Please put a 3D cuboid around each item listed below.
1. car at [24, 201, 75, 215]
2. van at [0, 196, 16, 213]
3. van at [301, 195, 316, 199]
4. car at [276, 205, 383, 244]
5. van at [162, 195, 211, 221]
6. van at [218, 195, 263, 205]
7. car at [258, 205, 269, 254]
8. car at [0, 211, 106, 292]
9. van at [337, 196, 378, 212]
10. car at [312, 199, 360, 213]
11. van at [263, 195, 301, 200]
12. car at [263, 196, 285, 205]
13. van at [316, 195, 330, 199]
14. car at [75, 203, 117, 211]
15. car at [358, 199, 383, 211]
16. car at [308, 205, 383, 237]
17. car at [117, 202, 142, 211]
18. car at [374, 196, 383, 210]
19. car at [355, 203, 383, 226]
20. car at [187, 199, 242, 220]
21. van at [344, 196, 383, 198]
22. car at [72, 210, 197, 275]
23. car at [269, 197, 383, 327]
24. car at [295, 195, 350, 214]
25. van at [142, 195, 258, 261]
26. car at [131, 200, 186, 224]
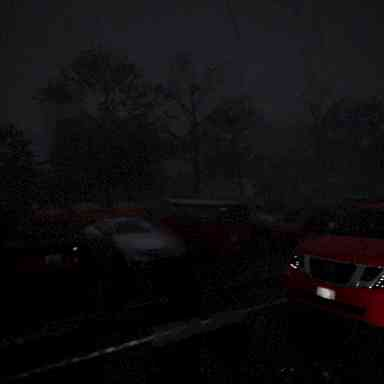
[{"bbox_3d":[-9.503,1.357,21.503,2.185,1.767,4.553,0,0,-35],"label":"car"},{"bbox_3d":[-11.845,1.256,20.017,1.878,1.987,4.442,0,0,-35],"label":"van"},{"bbox_3d":[10.704,1.330,36.080,1.878,1.987,4.442,1,-1,-35],"label":"van"},{"bbox_3d":[6.968,1.518,17.179,2.163,1.488,4.792,0,0,-35],"label":"car"},{"bbox_3d":[-0.563,1.262,28.054,1.878,1.987,4.442,0,0,-35],"label":"van"},{"bbox_3d":[4.084,1.265,31.077,1.878,1.987,4.442,0,0,-35],"label":"van"},{"bbox_3d":[2.426,1.486,13.987,2.097,1.535,5.008,0,0,-35],"label":"car"},{"bbox_3d":[-4.371,1.512,9.174,2.163,1.488,4.792,0,0,-35],"label":"car"},{"bbox_3d":[21.881,1.557,44.043,1.878,1.987,4.442,1,-1,-35],"label":"van"},{"bbox_3d":[17.539,1.693,40.800,2.097,1.535,5.008,1,-1,-35],"label":"car"},{"bbox_3d":[8.475,1.282,34.206,1.878,1.987,4.442,1,0,-35],"label":"van"},{"bbox_3d":[6.269,1.491,32.784,2.097,1.535,5.008,0,0,-35],"label":"car"},{"bbox_3d":[12.858,1.374,37.615,1.878,1.987,4.442,1,-1,-35],"label":"van"},{"bbox_3d":[-7.363,1.484,23.059,2.097,1.535,5.008,0,0,-35],"label":"car"},{"bbox_3d":[26.563,1.876,47.228,2.097,1.535,5.008,1,-1,-35],"label":"car"},{"bbox_3d":[9.211,1.530,18.817,2.002,1.452,4.674,0,0,-35],"label":"car"},{"bbox_3d":[-5.005,1.485,24.740,2.097,1.535,5.008,0,0,-35],"label":"car"},{"bbox_3d":[31.092,1.717,50.427,2.435,2.045,5.566,1,-1,-35],"label":"car"},{"bbox_3d":[13.722,1.522,22.064,2.163,1.488,4.792,1,0,-35],"label":"car"},{"bbox_3d":[1.869,1.486,29.416,1.946,1.575,5.366,0,0,-35],"label":"car"},{"bbox_3d":[11.541,1.265,20.331,1.878,1.987,4.442,0,0,-35],"label":"van"},{"bbox_3d":[-2.095,1.523,10.763,2.002,1.452,4.674,0,0,-35],"label":"car"},{"bbox_3d":[4.327,1.220,6.771,5.566,2.045,2.150,0,0,-35],"label":"car"},{"bbox_3d":[15.199,1.394,39.104,2.435,2.045,5.566,1,-1,-35],"label":"car"},{"bbox_3d":[0.100,1.259,12.467,1.878,1.987,4.442,0,0,-35],"label":"van"},{"bbox_3d":[-2.748,1.488,26.346,2.231,1.521,4.892,0,0,-35],"label":"car"}]
